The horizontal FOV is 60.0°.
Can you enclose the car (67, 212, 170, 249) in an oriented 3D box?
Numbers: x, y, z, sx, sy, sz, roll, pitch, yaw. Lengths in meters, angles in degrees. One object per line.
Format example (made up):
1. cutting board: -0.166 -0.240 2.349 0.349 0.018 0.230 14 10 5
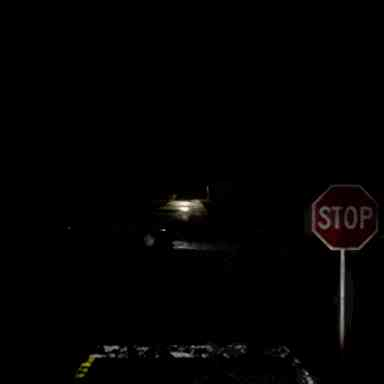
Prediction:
1. car: -3.006 1.550 14.004 4.181 1.385 1.994 0 0 -4
